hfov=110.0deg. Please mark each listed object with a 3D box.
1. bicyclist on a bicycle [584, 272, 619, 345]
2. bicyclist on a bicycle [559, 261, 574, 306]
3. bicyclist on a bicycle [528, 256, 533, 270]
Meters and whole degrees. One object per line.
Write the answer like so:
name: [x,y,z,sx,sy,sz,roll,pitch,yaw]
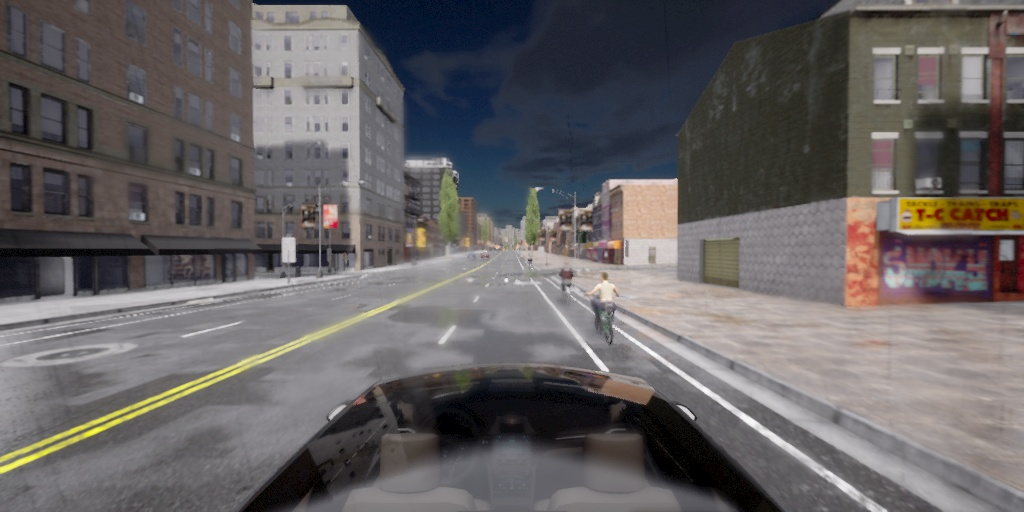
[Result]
bicyclist on a bicycle: [2.185,1.181,8.544,0.866,1.612,1.509,0,0,0]
bicyclist on a bicycle: [2.237,1.102,14.795,0.659,1.776,1.843,0,0,0]
bicyclist on a bicycle: [2.259,0.892,44.336,0.659,1.776,1.843,2,-2,0]
